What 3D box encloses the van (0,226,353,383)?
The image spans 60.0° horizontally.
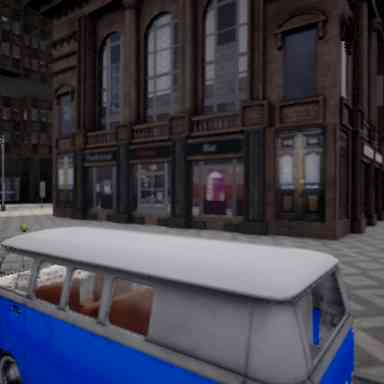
[{"bbox_3d":[-0.529,1.330,3.338,3.998,1.788,1.690,0,0,35],"label":"van"}]
